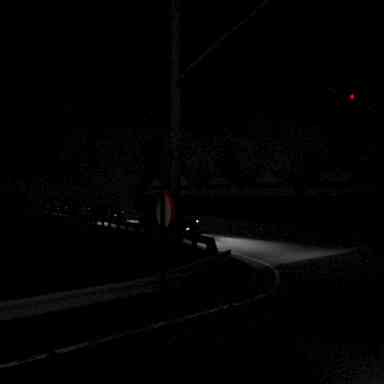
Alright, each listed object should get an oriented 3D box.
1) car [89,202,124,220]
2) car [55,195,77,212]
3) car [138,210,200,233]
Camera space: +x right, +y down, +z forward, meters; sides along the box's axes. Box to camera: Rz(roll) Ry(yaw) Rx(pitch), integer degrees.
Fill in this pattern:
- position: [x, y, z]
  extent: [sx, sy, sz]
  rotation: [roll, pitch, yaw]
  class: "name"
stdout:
- position: [-7.734, 1.697, 29.635]
  extent: [1.837, 1.490, 4.892]
  rotation: [0, 0, -35]
  class: "car"
- position: [-15.684, 1.399, 41.245]
  extent: [2.150, 2.045, 5.566]
  rotation: [0, 1, -24]
  class: "car"
- position: [-1.511, 1.792, 20.772]
  extent: [1.895, 1.301, 4.718]
  rotation: [0, 0, -35]
  class: "car"
